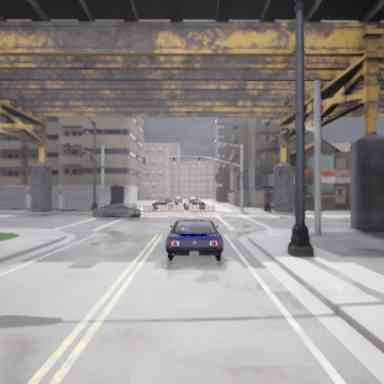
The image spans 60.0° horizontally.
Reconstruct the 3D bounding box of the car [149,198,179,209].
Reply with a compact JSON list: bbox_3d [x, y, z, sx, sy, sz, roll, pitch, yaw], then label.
[{"bbox_3d":[-3.623,1.493,43.619,1.853,1.218,4.536,0,0,25],"label":"car"}]

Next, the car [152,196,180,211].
[{"bbox_3d":[-3.644,1.651,43.571,2.038,1.542,4.974,0,0,25],"label":"car"}]

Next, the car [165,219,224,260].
[{"bbox_3d":[0.086,1.659,12.678,1.895,1.301,4.718,0,0,0],"label":"car"}]

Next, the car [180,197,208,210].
[{"bbox_3d":[0.516,1.649,43.263,2.038,1.542,4.974,0,0,-20],"label":"car"}]

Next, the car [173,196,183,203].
[{"bbox_3d":[-3.284,1.808,78.381,2.038,1.542,4.974,0,0,0],"label":"car"}]

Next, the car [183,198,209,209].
[{"bbox_3d":[0.498,1.492,43.312,1.853,1.218,4.536,0,0,-20],"label":"car"}]

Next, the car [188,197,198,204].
[{"bbox_3d":[0.147,1.770,69.859,2.038,1.542,4.974,0,0,0],"label":"car"}]

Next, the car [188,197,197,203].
[{"bbox_3d":[0.147,1.612,69.912,1.853,1.218,4.536,0,0,0],"label":"car"}]

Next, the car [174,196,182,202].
[{"bbox_3d":[-3.285,1.651,78.434,1.853,1.218,4.536,0,0,0],"label":"car"}]

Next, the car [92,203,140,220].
[{"bbox_3d":[-6.684,1.698,29.427,4.181,1.385,1.994,0,-1,18],"label":"car"}]
